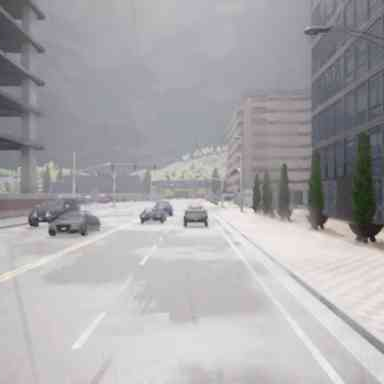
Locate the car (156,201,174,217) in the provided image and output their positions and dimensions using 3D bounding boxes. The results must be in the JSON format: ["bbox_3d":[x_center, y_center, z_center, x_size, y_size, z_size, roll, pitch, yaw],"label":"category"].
[{"bbox_3d":[-3.227,1.827,37.741,2.097,1.767,4.553,0,-1,0],"label":"car"}]

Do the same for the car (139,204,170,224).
[{"bbox_3d":[-3.239,1.963,28.753,1.895,1.301,4.718,0,-1,1],"label":"car"}]

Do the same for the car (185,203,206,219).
[{"bbox_3d":[0.358,1.943,35.692,2.128,1.511,4.902,0,-1,0],"label":"car"}]

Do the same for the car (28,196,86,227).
[{"bbox_3d":[-10.379,1.544,25.655,2.150,2.045,5.566,0,-1,1],"label":"car"}]

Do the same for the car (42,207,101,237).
[{"bbox_3d":[-6.867,1.812,19.839,1.994,1.385,4.181,0,-1,1],"label":"car"}]

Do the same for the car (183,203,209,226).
[{"bbox_3d":[0.287,1.824,26.283,2.128,1.511,4.902,0,-1,0],"label":"car"}]
